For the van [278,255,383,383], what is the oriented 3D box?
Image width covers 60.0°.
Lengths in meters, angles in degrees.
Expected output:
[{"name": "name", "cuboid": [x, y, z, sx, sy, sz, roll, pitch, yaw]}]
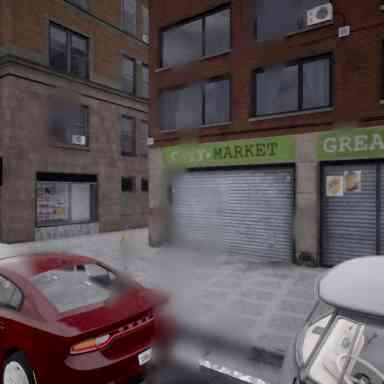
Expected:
[{"name": "van", "cuboid": [2.328, 1.341, 1.417, 3.998, 1.788, 1.690, 0, 0, 35]}]

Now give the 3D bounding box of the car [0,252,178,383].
[{"name": "car", "cuboid": [-2.282, 1.544, 4.701, 4.507, 1.381, 1.887, 0, 0, 35]}]
